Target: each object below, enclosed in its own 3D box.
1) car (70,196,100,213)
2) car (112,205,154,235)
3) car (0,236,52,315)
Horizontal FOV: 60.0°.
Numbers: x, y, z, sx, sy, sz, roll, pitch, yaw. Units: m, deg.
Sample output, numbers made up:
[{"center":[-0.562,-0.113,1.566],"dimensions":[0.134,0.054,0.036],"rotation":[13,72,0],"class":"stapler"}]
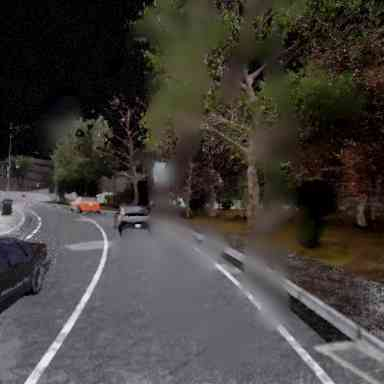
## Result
[{"center":[-11.218,1.228,34.744],"dimensions":[2.097,1.767,4.553],"rotation":[3,-1,-33],"class":"car"},{"center":[-3.429,1.486,19.010],"dimensions":[2.128,1.511,4.902],"rotation":[1,0,-17],"class":"car"},{"center":[-4.095,1.539,5.841],"dimensions":[2.033,1.411,5.357],"rotation":[0,0,-6],"class":"car"}]
